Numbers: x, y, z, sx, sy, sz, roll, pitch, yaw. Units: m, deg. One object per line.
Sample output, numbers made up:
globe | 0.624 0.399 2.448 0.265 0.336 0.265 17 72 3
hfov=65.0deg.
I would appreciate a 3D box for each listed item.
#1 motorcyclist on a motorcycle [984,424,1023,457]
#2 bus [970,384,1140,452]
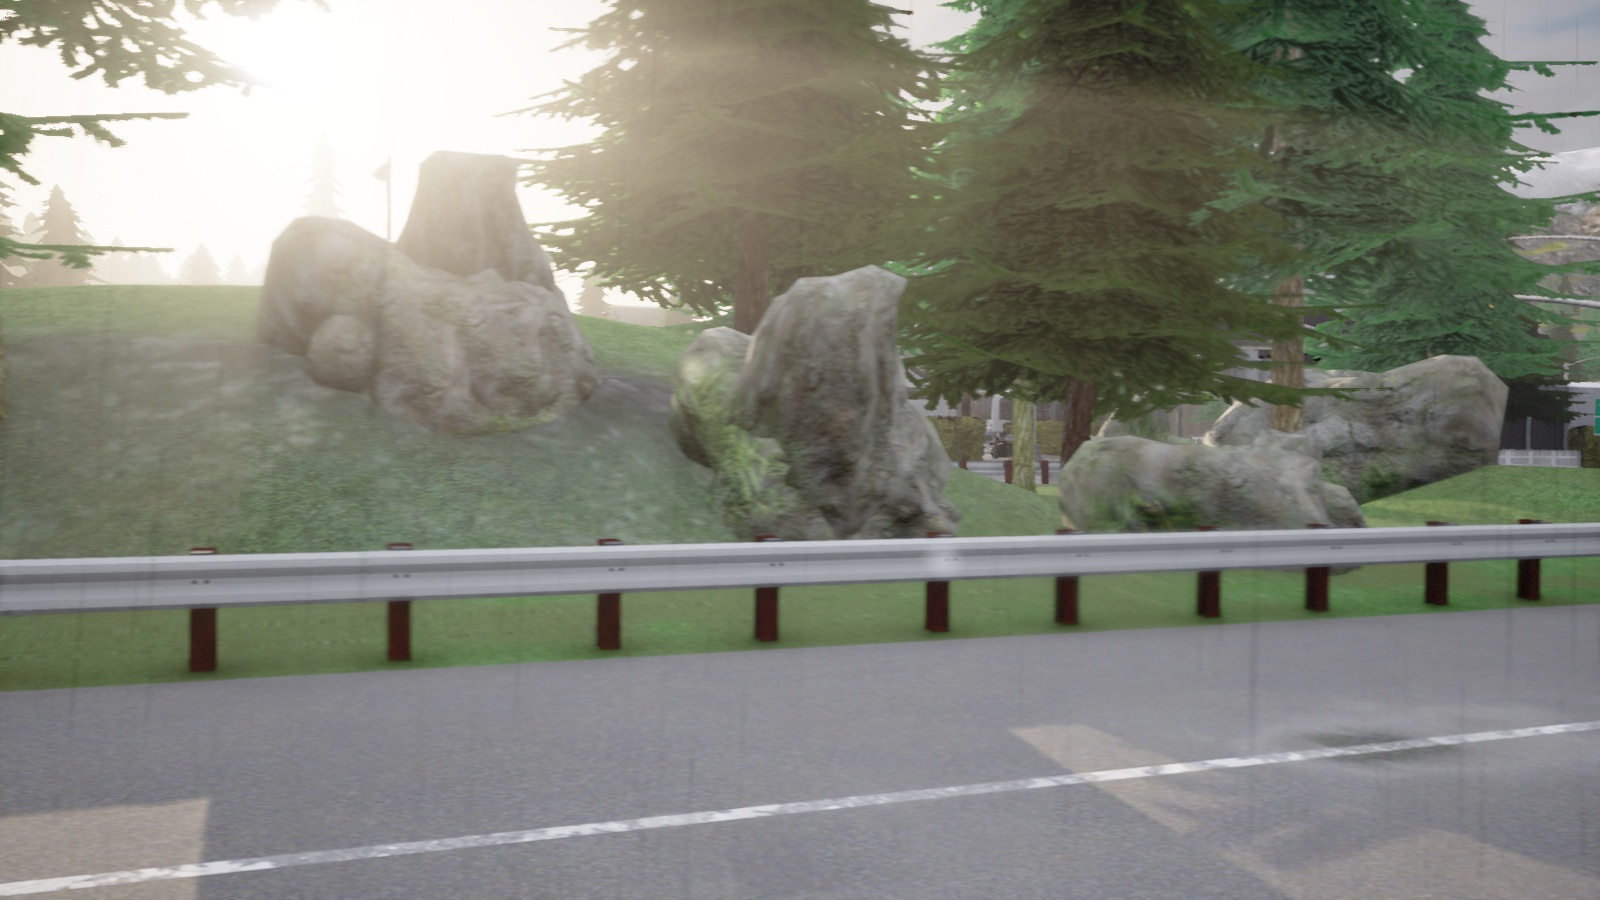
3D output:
motorcyclist on a motorcycle | 9.755 -0.447 60.171 0.866 1.530 2.191 -1 1 -21
bus | 16.587 -2.090 81.730 10.273 4.253 3.944 -1 1 -21
